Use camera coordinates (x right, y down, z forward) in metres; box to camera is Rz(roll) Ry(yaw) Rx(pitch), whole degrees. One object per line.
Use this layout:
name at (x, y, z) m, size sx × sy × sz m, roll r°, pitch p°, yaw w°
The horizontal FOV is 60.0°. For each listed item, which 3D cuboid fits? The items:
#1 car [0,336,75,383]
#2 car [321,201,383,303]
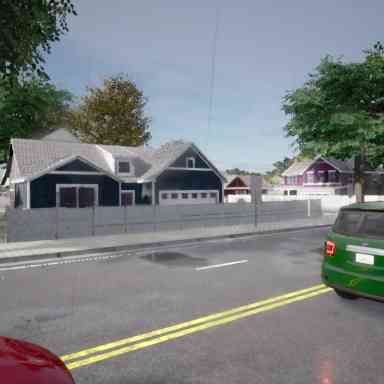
car at (-3.021, 1.476, 1.287) m, size 5.008 × 1.535 × 1.882 m, roll 0°, pitch 0°, yaw -35°
car at (5.102, 1.209, 7.120) m, size 5.566 × 2.045 × 2.150 m, roll 0°, pitch 0°, yaw -35°
